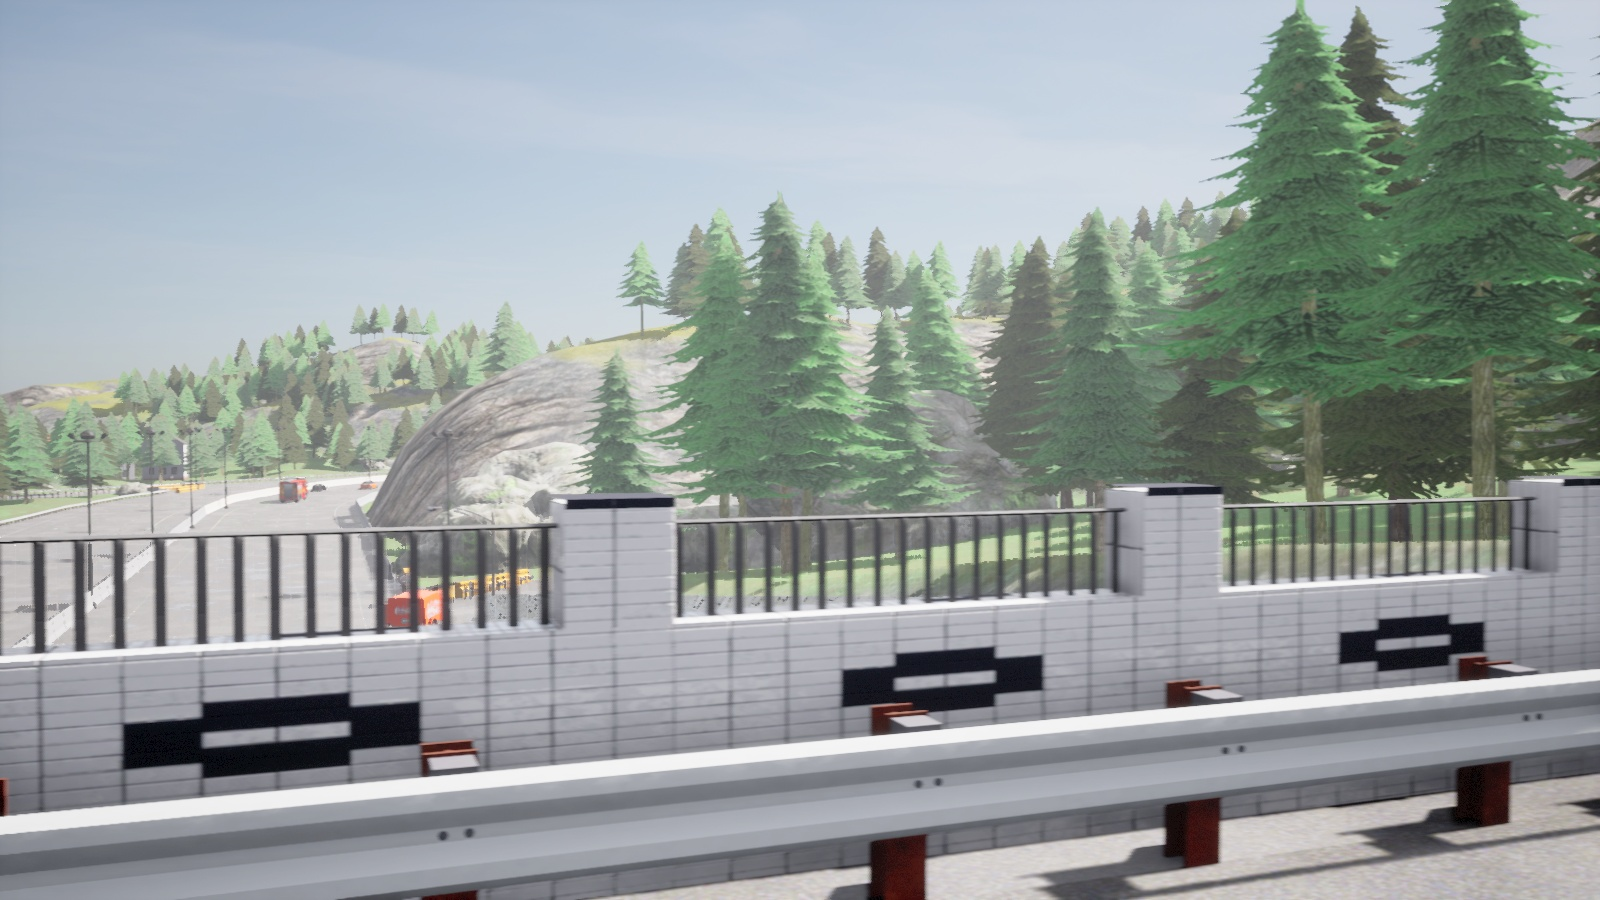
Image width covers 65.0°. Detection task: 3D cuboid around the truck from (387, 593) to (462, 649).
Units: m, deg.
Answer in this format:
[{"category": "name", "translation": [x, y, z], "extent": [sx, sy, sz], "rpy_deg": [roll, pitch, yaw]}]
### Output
[{"category": "truck", "translation": [-22.029, 10.009, 73.930], "extent": [2.627, 2.467, 5.204], "rpy_deg": [-2, 1, 2]}]
